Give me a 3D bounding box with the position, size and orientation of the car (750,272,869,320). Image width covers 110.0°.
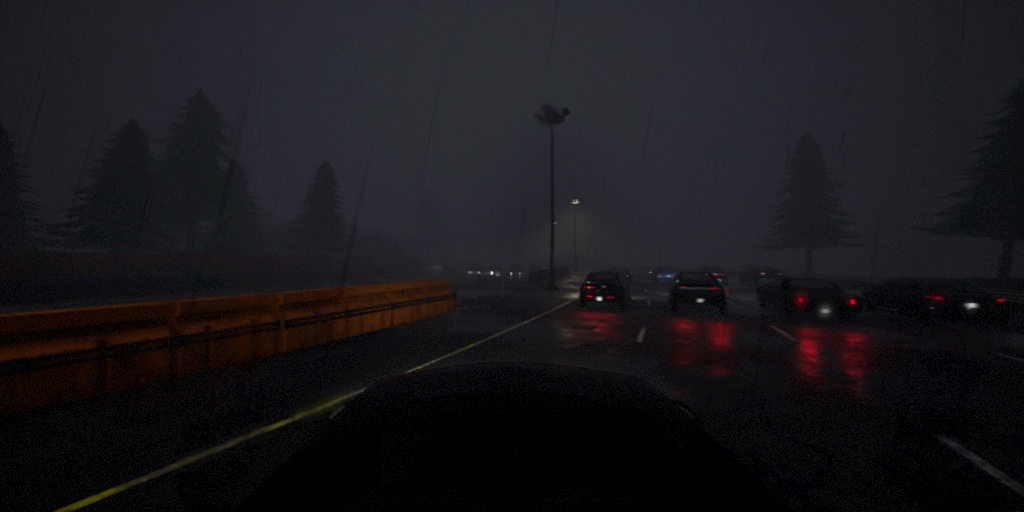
[{"bbox_3d":[10.686,1.466,13.375,1.895,1.301,4.718,0,-1,21],"label":"car"}]

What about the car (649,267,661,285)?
[{"bbox_3d":[12.273,1.580,28.962,2.033,1.411,5.357,0,-1,16],"label":"car"}]

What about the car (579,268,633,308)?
[{"bbox_3d":[4.280,1.410,16.213,1.837,1.490,4.892,0,0,21],"label":"car"}]

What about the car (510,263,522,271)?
[{"bbox_3d":[0.765,1.915,62.899,1.837,1.490,4.892,0,0,6],"label":"car"}]

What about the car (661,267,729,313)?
[{"bbox_3d":[7.528,1.378,14.913,2.128,1.511,4.902,0,-1,21],"label":"car"}]

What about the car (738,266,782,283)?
[{"bbox_3d":[19.254,1.506,27.924,2.128,1.511,4.902,0,0,16],"label":"car"}]

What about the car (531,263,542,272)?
[{"bbox_3d":[4.278,1.951,62.516,2.033,1.411,5.357,0,-1,6],"label":"car"}]

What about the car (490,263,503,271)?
[{"bbox_3d":[-2.730,1.908,63.094,2.128,1.511,4.902,0,-1,6],"label":"car"}]

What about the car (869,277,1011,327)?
[{"bbox_3d":[13.988,1.413,12.214,1.994,1.385,4.181,0,-1,21],"label":"car"}]

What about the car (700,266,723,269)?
[{"bbox_3d":[15.904,1.535,28.933,1.837,1.490,4.892,0,0,16],"label":"car"}]

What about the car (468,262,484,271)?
[{"bbox_3d":[-6.251,1.772,62.956,2.097,1.767,4.553,0,-1,6],"label":"car"}]
